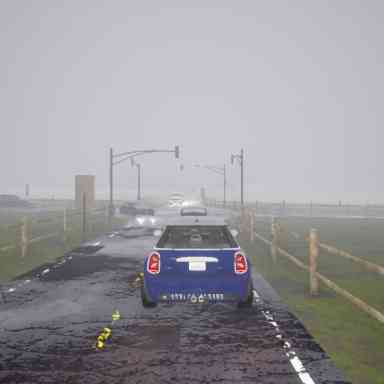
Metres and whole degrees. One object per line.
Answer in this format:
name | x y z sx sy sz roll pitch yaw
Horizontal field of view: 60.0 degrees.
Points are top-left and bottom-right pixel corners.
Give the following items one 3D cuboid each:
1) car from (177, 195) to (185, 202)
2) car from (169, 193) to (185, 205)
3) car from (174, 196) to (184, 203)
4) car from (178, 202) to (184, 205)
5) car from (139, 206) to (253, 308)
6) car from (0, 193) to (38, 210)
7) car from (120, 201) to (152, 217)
car | -2.701 1.549 80.270 1.812 1.442 4.674 0 0 0
car | -2.839 1.237 59.906 2.150 2.045 5.566 0 0 0
car | -2.735 1.615 69.928 1.895 1.301 4.718 0 0 0
car | 0.091 1.507 17.262 1.837 1.490 4.892 0 0 0
car | 0.096 1.353 8.096 2.097 1.767 4.553 0 0 0
car | -19.327 1.018 36.378 4.553 1.767 2.097 1 0 0
car | -5.054 1.533 30.717 1.994 1.385 4.181 1 1 -35
